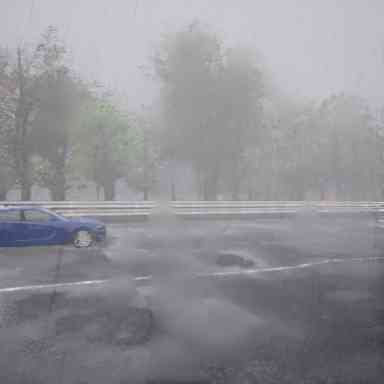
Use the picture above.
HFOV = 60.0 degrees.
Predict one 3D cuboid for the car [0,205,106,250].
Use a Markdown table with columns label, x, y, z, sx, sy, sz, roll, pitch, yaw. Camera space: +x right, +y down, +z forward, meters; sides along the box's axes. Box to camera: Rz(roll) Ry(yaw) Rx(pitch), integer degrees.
| label | x | y | z | sx | sy | sz | roll | pitch | yaw |
| --- | --- | --- | --- | --- | --- | --- | --- | --- | --- |
| car | -5.632 | 1.232 | 11.813 | 5.008 | 1.535 | 1.882 | 1 | 0 | -23 |
